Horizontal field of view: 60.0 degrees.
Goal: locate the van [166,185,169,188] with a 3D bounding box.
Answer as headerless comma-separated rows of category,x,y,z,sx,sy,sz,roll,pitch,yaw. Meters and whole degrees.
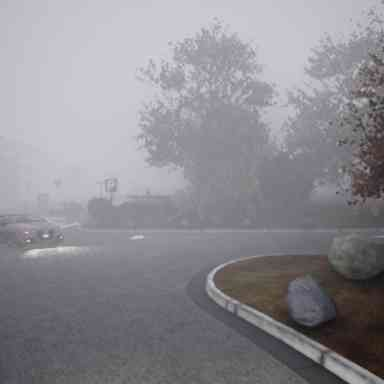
van,-9.271,-0.640,90.143,4.442,1.987,1.878,0,2,7

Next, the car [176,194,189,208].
car,-3.340,1.287,34.212,5.366,1.575,1.946,0,2,7

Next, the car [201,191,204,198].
car,-1.109,0.748,50.705,5.008,1.535,2.097,0,2,7

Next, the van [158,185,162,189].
van,-10.307,-0.365,81.799,4.442,1.987,1.878,0,2,7

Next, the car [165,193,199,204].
car,-1.448,0.878,47.953,4.674,1.452,2.002,0,2,7

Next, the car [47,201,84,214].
car,-11.978,1.537,31.566,1.994,1.385,4.181,0,2,7

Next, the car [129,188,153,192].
car,-8.744,0.625,57.259,2.128,1.511,4.902,0,2,8

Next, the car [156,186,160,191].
car,-10.763,-0.009,79.041,4.674,1.452,2.002,0,2,7

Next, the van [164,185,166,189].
van,-9.847,-0.544,87.393,4.442,1.987,1.878,0,2,7

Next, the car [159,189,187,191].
car,-1.758,0.802,45.190,4.553,1.767,2.185,0,2,7

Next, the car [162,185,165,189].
car,-10.081,-0.228,84.602,5.008,1.535,2.097,0,2,7

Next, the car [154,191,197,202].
car,-2.124,1.018,42.444,5.008,1.535,2.097,0,2,7

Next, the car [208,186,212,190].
car,3.994,-0.567,92.003,4.792,1.488,2.163,0,2,7

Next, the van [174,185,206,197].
van,-0.307,0.344,56.189,4.442,1.987,1.878,0,2,7

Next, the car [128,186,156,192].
car,-11.487,-0.120,73.475,5.566,2.045,2.435,0,2,7

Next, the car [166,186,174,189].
car,-3.592,0.152,71.738,2.128,1.511,4.902,0,2,7

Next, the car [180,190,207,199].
car,0.234,0.422,61.720,4.792,1.488,2.163,0,2,7

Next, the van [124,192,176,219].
van,-3.957,1.246,28.690,4.442,1.987,1.878,0,2,7

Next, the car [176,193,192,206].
car,-2.784,1.228,36.938,4.792,1.488,2.163,0,2,7

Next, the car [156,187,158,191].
car,-11.295,0.039,76.283,5.366,1.575,1.946,0,2,7

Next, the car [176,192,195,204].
car,-2.478,1.109,39.693,4.892,1.521,2.231,0,2,7

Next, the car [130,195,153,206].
car,-6.814,1.095,45.179,1.895,1.301,4.718,0,2,7

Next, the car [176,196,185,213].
car,-3.468,1.410,31.431,4.792,1.488,2.163,0,2,7

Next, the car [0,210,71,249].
car,-7.743,1.681,15.065,4.181,1.385,1.994,-1,-1,35
